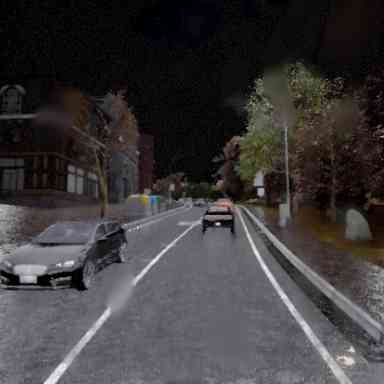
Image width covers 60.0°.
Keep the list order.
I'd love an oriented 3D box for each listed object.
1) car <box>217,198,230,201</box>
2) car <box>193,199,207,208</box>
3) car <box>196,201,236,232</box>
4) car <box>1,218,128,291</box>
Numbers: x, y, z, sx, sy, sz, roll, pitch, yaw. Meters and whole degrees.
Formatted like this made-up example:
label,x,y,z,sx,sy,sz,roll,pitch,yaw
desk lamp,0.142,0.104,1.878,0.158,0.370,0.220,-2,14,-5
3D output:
label,x,y,z,sx,sy,sz,roll,pitch,yaw
car,3.670,1.465,38.257,2.097,1.767,4.553,0,0,7
car,1.350,1.744,52.308,1.994,1.385,4.181,0,0,4
car,1.679,1.545,20.668,2.128,1.511,4.902,0,0,6
car,-3.160,1.526,9.233,2.128,1.511,4.902,0,0,4
